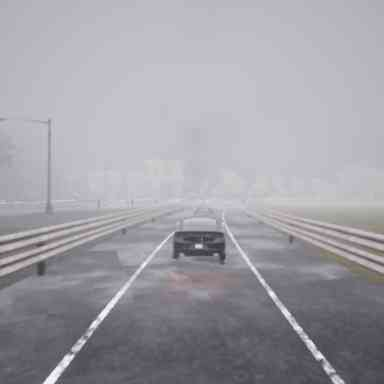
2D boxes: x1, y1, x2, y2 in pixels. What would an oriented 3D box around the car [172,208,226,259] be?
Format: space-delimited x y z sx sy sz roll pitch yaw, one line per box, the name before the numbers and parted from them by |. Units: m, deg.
car | 0.333 1.660 13.444 1.882 1.535 5.008 0 0 3
